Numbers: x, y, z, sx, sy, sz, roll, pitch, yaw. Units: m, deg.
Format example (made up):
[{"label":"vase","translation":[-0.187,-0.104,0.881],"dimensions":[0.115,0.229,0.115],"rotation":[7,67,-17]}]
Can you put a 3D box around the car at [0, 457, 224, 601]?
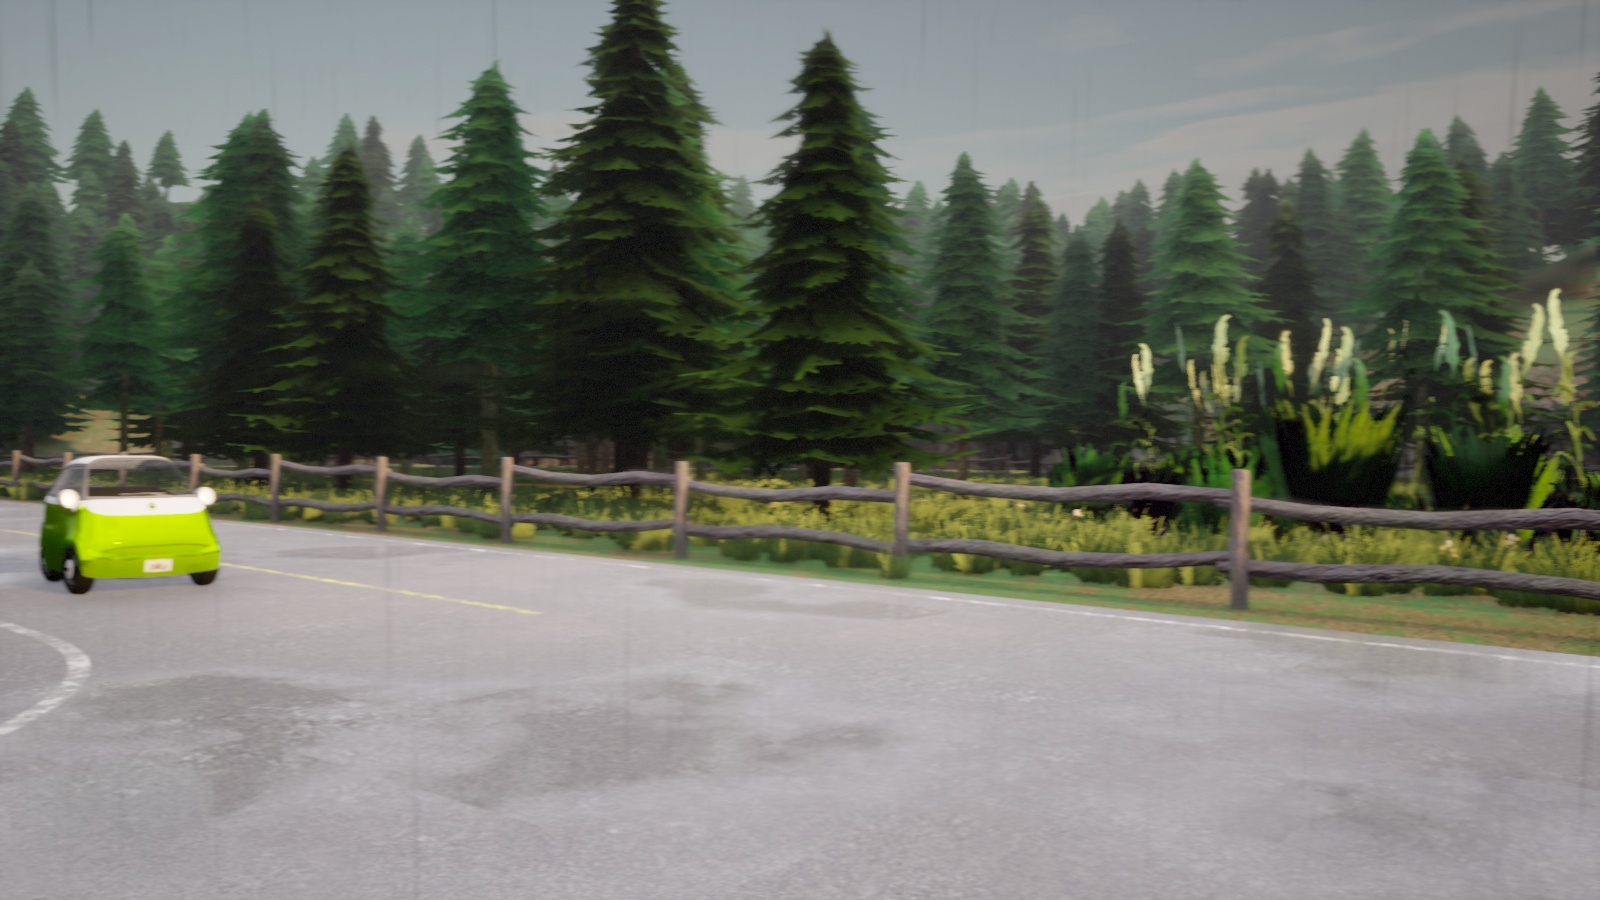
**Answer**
[{"label":"car","translation":[-7.297,0.759,13.243],"dimensions":[2.207,1.376,1.481],"rotation":[0,0,43]}]
